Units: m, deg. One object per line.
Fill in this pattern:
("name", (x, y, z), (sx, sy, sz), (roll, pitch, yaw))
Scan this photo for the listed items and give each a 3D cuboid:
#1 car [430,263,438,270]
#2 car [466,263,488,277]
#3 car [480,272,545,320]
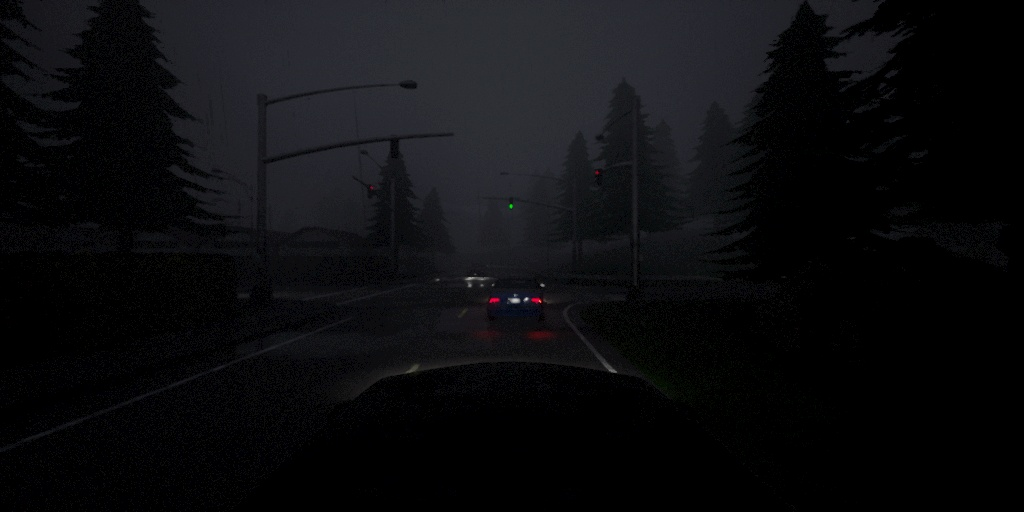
("car", (-13.919, 1.332, 55.806), (4.553, 1.767, 2.097), (0, 0, 4))
("car", (-3.562, 1.443, 37.868), (2.033, 1.411, 5.357), (0, 0, 1))
("car", (0.204, 1.342, 12.829), (2.033, 1.411, 5.357), (0, 0, 2))
